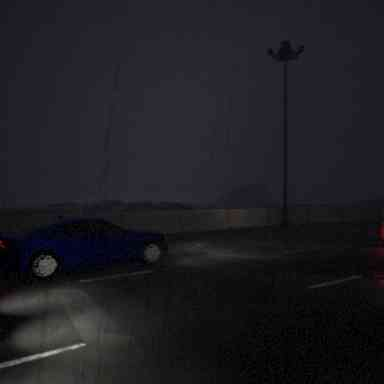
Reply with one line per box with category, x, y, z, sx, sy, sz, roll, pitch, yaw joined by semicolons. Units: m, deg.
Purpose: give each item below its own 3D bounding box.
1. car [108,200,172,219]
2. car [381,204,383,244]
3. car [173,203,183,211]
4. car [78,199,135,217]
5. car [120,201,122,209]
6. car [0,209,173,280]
car;-4.635;1.513;30.030;5.357;1.411;2.033;0;0;-31
car;10.148;1.360;14.096;4.553;1.767;2.097;0;0;-30
car;-1.962;1.468;23.428;4.902;1.511;2.128;0;0;-31
car;-8.205;1.449;31.905;4.902;1.511;2.128;0;0;-31
car;-4.343;1.534;26.070;4.181;1.385;1.994;0;0;-31
car;-3.069;1.463;10.000;5.008;1.535;1.882;0;0;-34
